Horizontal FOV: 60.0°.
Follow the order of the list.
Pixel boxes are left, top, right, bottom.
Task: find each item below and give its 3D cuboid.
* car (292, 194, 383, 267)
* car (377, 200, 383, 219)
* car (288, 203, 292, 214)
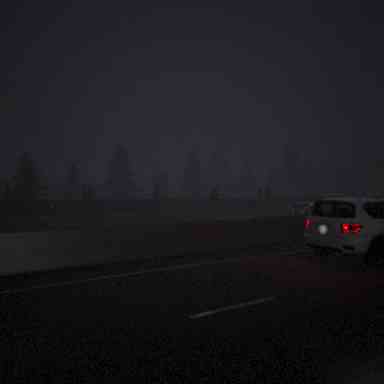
[{"bbox_3d":[6.382,1.194,11.395,5.566,2.045,2.150,0,0,-27],"label":"car"},{"bbox_3d":[18.166,1.446,27.706,5.008,1.535,1.882,0,0,-17],"label":"car"},{"bbox_3d":[11.127,1.181,29.012,5.566,2.045,2.150,0,0,-20],"label":"car"}]
